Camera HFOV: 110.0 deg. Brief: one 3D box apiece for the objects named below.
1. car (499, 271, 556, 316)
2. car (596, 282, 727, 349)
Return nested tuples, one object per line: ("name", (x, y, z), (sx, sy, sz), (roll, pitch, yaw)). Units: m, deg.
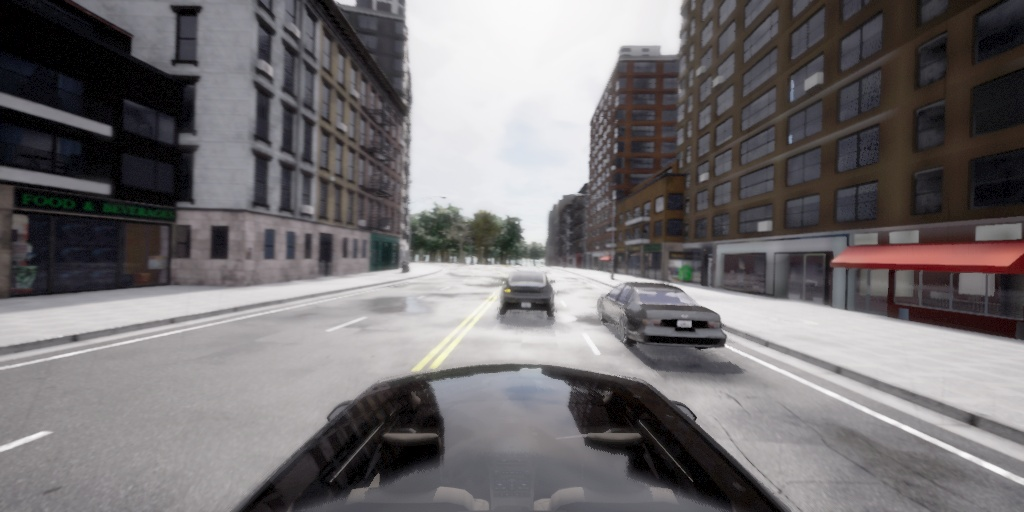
("car", (0.600, 1.295, 13.736), (1.837, 1.490, 4.892), (2, 0, 3))
("car", (3.605, 1.412, 9.679), (2.033, 1.411, 5.357), (2, 0, 4))
